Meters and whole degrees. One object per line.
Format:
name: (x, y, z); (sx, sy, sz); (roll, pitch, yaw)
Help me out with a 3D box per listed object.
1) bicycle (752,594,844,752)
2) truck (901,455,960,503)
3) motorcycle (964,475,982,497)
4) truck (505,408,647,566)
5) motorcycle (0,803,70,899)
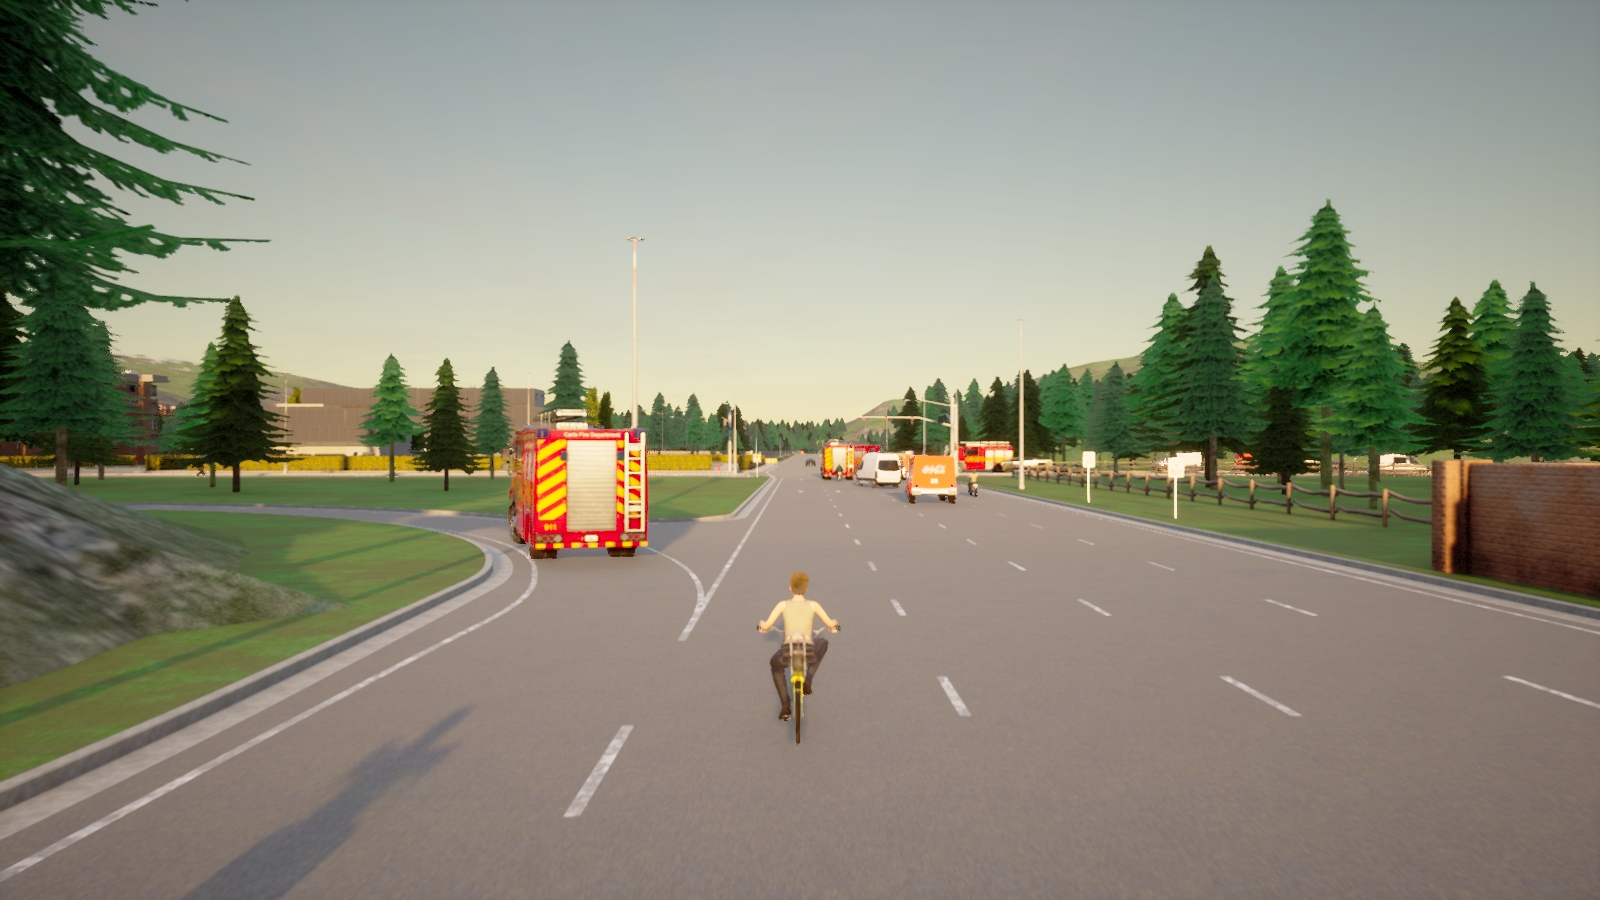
bicycle: (-0.015, 2.162, 11.345); (0.859, 1.276, 1.487); (0, 0, 0)
truck: (6.988, 1.569, 61.882); (2.627, 2.467, 5.204); (0, -1, 0)
motorcycle: (10.507, 2.175, 69.448); (0.764, 1.307, 2.356); (0, 0, 0)
truck: (-6.546, 0.900, 32.263); (2.891, 3.827, 8.468); (0, 0, -18)
motorcycle: (-3.498, 2.156, 3.693); (0.764, 1.307, 2.356); (0, 0, 0)
